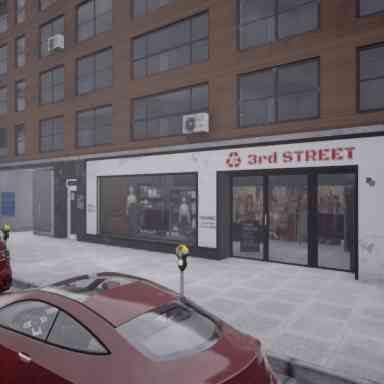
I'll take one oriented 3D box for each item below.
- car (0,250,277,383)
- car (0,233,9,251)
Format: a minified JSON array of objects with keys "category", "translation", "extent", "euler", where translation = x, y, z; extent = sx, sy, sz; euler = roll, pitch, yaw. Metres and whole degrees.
[{"category":"car","translation":[-1.196,1.582,3.659],"extent":[4.206,1.307,1.802],"euler":[0,0,35]},{"category":"car","translation":[-5.693,1.315,6.858],"extent":[5.009,1.841,2.192],"euler":[0,0,35]}]
